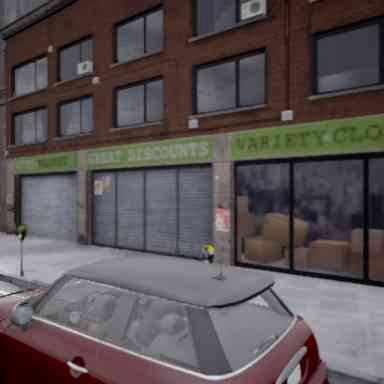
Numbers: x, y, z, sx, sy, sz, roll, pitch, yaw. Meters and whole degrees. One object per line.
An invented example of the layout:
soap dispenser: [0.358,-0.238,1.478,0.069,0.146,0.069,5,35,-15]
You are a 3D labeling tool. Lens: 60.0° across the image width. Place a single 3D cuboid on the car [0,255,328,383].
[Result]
car: [-0.806,1.447,3.654,4.097,1.590,1.967,0,0,36]
